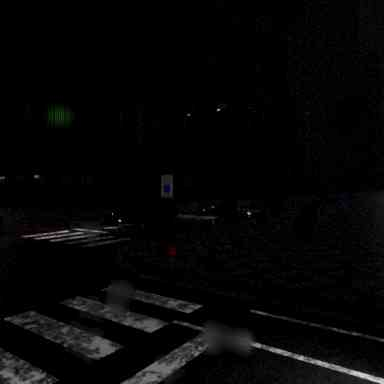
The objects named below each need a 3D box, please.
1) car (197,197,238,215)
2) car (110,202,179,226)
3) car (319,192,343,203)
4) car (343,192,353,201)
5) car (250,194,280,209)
[{"bbox_3d":[2.322,1.158,28.768,1.812,1.442,4.674,0,1,36],"label":"car"},{"bbox_3d":[-2.957,1.354,21.413,1.895,1.301,4.718,0,1,36],"label":"car"},{"bbox_3d":[19.600,0.815,47.417,1.837,1.490,4.892,0,1,36],"label":"car"},{"bbox_3d":[25.488,0.654,55.641,1.882,1.535,5.008,0,1,36],"label":"car"},{"bbox_3d":[8.129,0.977,36.868,1.882,1.535,5.008,0,1,36],"label":"car"}]
